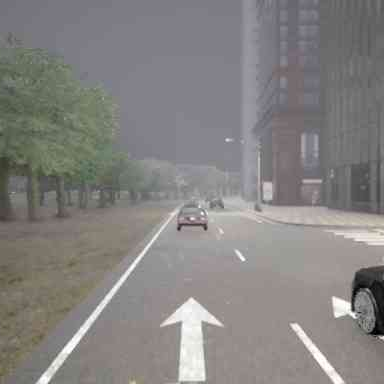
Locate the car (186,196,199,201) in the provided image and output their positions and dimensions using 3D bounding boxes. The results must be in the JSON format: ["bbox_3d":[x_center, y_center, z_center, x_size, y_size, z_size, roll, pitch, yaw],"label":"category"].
[{"bbox_3d":[-0.086,1.670,47.645,1.895,1.301,4.718,0,0,0],"label":"car"}]

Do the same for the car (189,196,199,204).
[{"bbox_3d":[0.410,1.682,70.587,1.882,1.535,5.008,0,0,4],"label":"car"}]

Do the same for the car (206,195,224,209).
[{"bbox_3d":[3.416,1.573,47.358,1.837,1.490,4.892,0,0,0],"label":"car"}]

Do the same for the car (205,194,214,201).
[{"bbox_3d":[3.941,1.433,70.987,2.150,2.045,5.566,0,0,4],"label":"car"}]

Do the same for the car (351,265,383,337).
[{"bbox_3d":[3.606,1.493,3.761,2.128,1.511,4.902,0,0,0],"label":"car"}]

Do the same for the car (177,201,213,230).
[{"bbox_3d":[0.015,1.555,21.197,2.033,1.411,5.357,0,0,0],"label":"car"}]
